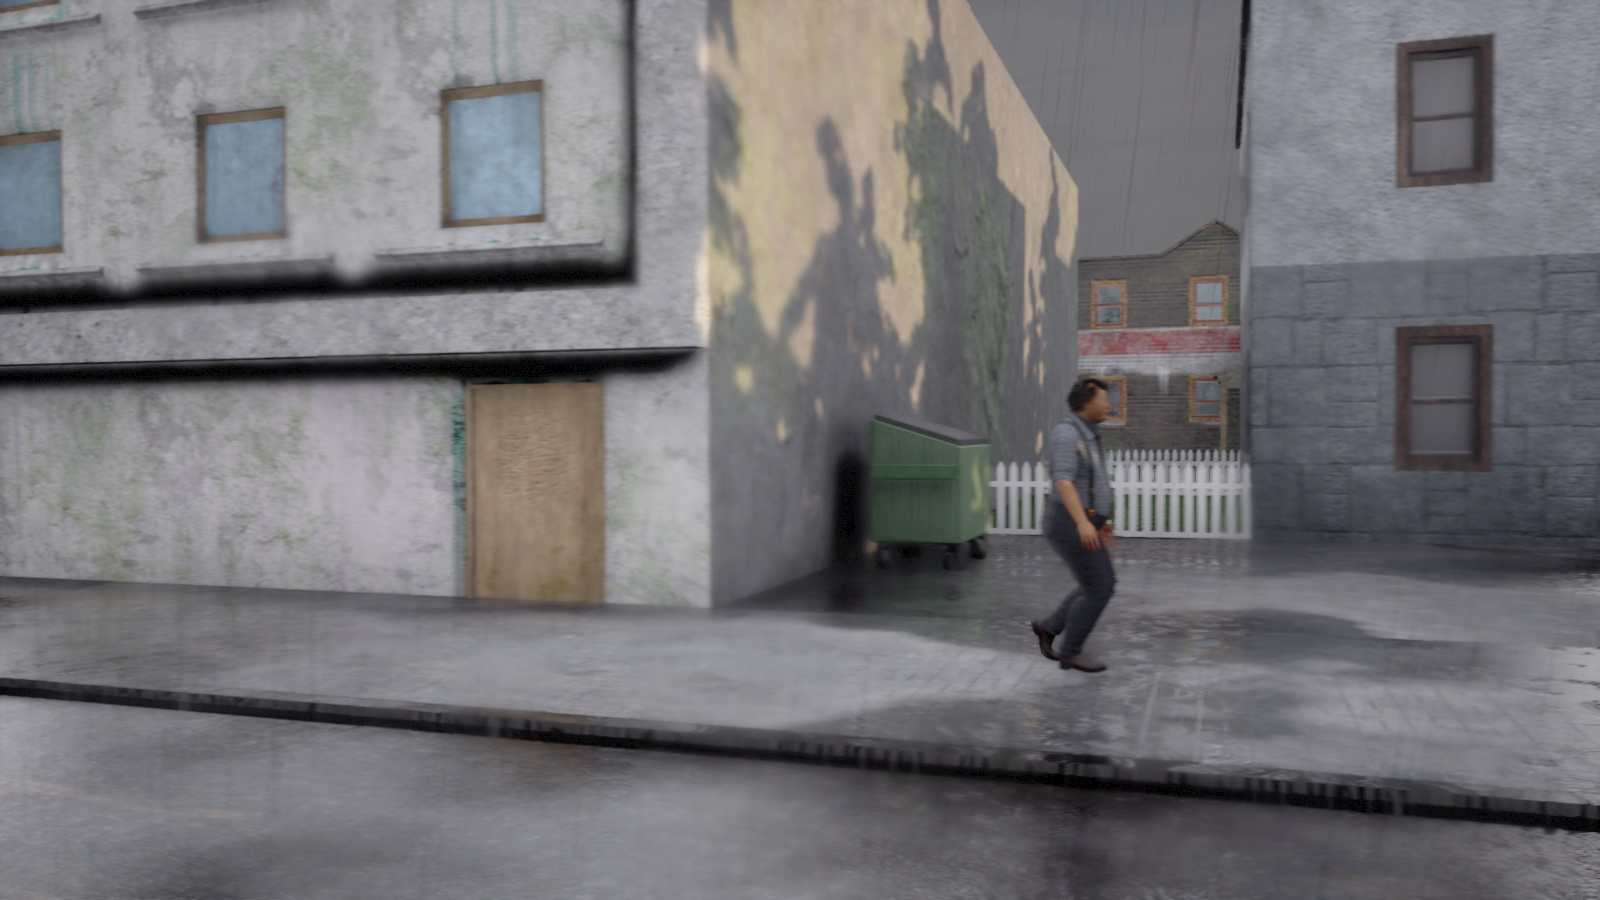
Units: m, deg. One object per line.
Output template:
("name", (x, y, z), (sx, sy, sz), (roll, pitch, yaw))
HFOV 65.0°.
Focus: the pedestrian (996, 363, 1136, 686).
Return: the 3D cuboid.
("pedestrian", (1.606, 0.421, 7.568), (0.694, 1.848, 0.540), (1, 1, 28))
